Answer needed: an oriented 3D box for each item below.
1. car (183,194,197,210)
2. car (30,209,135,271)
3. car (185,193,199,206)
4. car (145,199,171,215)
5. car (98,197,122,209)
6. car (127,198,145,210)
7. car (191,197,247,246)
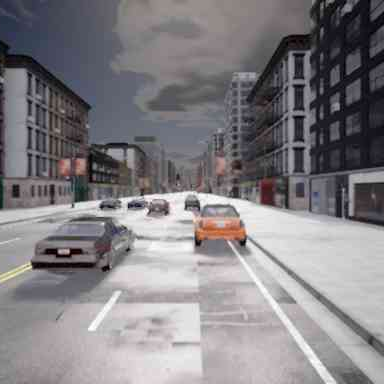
[{"bbox_3d":[0.029,1.335,39.951,1.837,1.490,4.892,0,0,1],"label":"car"},{"bbox_3d":[-3.153,1.506,10.696,2.033,1.411,5.357,0,0,0],"label":"car"},{"bbox_3d":[-0.018,1.131,51.572,2.097,1.767,4.553,0,0,0],"label":"car"},{"bbox_3d":[-3.162,1.389,32.471,1.812,1.442,4.674,0,0,0],"label":"car"},{"bbox_3d":[-9.861,1.375,40.646,2.033,1.411,5.357,0,0,0],"label":"car"},{"bbox_3d":[-6.609,1.430,40.274,1.895,1.301,4.718,0,0,0],"label":"car"},{"bbox_3d":[1.131,1.291,15.032,2.097,1.767,4.553,0,0,0],"label":"car"}]
